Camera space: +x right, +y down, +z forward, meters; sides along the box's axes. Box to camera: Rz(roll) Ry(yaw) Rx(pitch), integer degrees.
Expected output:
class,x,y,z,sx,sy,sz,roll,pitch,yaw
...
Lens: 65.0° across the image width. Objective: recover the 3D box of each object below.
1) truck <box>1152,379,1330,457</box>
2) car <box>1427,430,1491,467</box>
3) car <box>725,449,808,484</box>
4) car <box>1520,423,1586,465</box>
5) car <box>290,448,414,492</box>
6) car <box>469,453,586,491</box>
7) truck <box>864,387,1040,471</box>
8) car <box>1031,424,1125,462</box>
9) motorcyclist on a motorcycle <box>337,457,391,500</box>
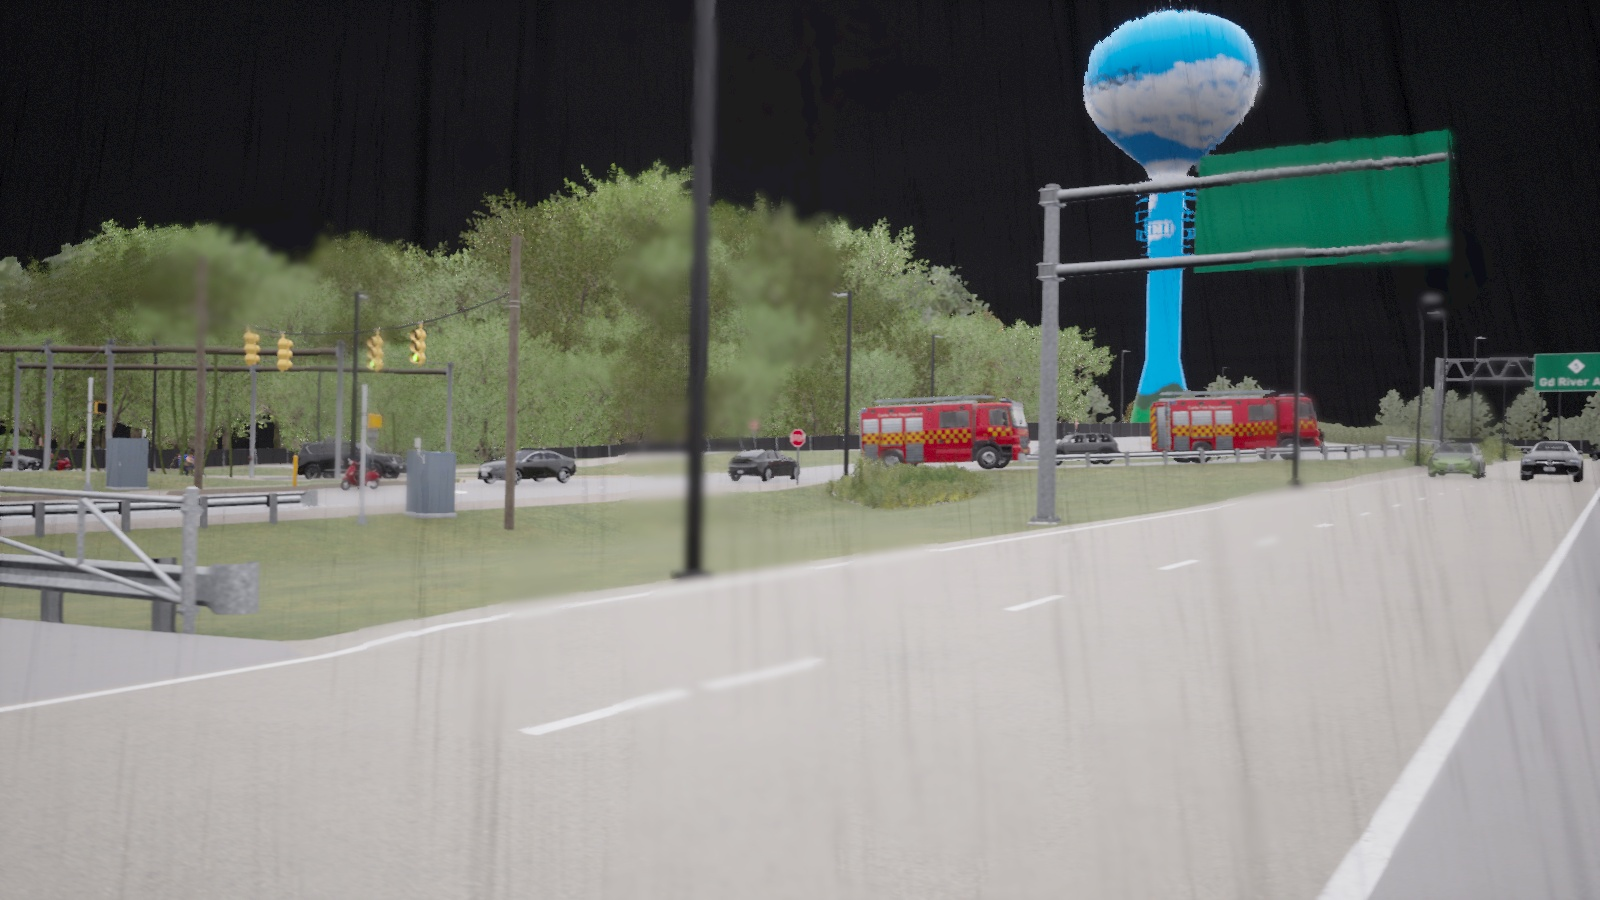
class,x,y,z,sx,sy,sz,roll,pitch,yaw
truck,23.612,-1.699,67.387,8.468,3.827,2.891,-2,0,-7
car,28.565,-0.093,54.339,2.007,1.525,4.514,0,1,33
car,-1.572,0.754,60.746,1.837,1.490,4.892,0,1,27
car,31.340,-0.258,52.188,2.152,1.651,5.027,0,1,33
car,-22.748,1.007,63.828,5.566,2.045,2.150,-2,-1,8
car,-12.090,0.931,56.017,2.128,1.511,4.902,0,1,36
truck,7.874,-1.018,65.342,8.468,3.827,2.891,-3,-1,22
car,15.366,-0.351,69.492,4.605,1.855,1.932,-3,0,-7
motorcyclist on a motorcycle,-16.889,1.104,48.686,0.866,1.590,1.817,0,1,33
